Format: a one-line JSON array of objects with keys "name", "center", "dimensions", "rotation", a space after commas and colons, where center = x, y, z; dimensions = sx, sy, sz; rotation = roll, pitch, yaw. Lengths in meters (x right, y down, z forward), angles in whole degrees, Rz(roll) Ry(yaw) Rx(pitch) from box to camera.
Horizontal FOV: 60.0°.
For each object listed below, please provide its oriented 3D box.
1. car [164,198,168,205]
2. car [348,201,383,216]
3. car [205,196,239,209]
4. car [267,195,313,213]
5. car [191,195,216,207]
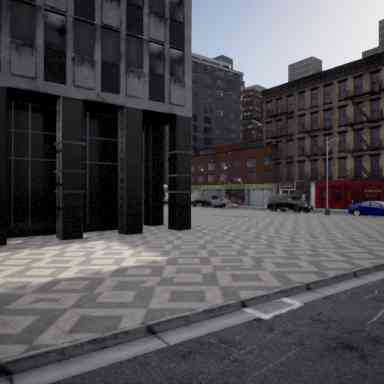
[{"name": "car", "center": [-4.045, 1.842, 65.059], "dimensions": [1.837, 1.490, 4.892], "rotation": [0, 0, -36]}, {"name": "car", "center": [17.180, 1.576, 30.847], "dimensions": [1.882, 1.535, 5.008], "rotation": [0, -1, -37]}, {"name": "car", "center": [4.648, 1.732, 47.979], "dimensions": [2.128, 1.511, 4.902], "rotation": [0, -1, -36]}, {"name": "car", "center": [11.329, 1.391, 38.845], "dimensions": [2.150, 2.045, 5.566], "rotation": [0, -1, -36]}, {"name": "car", "center": [2.176, 1.520, 56.661], "dimensions": [2.150, 2.045, 5.566], "rotation": [0, 0, -36]}]
